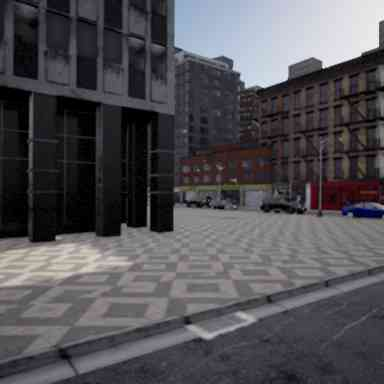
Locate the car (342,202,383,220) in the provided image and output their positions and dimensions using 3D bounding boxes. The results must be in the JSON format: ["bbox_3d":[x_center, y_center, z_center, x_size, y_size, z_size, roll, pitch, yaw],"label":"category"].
[{"bbox_3d":[16.177,1.703,30.037,1.882,1.535,5.008,1,-1,-37],"label":"car"}]

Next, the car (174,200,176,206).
[{"bbox_3d":[-4.962,1.979,64.302,1.837,1.490,4.892,0,0,-36],"label":"car"}]

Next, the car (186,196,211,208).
[{"bbox_3d":[1.238,1.658,55.889,2.150,2.045,5.566,0,-1,-36],"label":"car"}]

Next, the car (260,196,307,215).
[{"bbox_3d":[10.346,1.517,38.050,2.150,2.045,5.566,0,-1,-36],"label":"car"}]

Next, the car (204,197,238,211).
[{"bbox_3d":[4.329,1.851,46.317,2.128,1.511,4.902,0,-1,-36],"label":"car"}]
